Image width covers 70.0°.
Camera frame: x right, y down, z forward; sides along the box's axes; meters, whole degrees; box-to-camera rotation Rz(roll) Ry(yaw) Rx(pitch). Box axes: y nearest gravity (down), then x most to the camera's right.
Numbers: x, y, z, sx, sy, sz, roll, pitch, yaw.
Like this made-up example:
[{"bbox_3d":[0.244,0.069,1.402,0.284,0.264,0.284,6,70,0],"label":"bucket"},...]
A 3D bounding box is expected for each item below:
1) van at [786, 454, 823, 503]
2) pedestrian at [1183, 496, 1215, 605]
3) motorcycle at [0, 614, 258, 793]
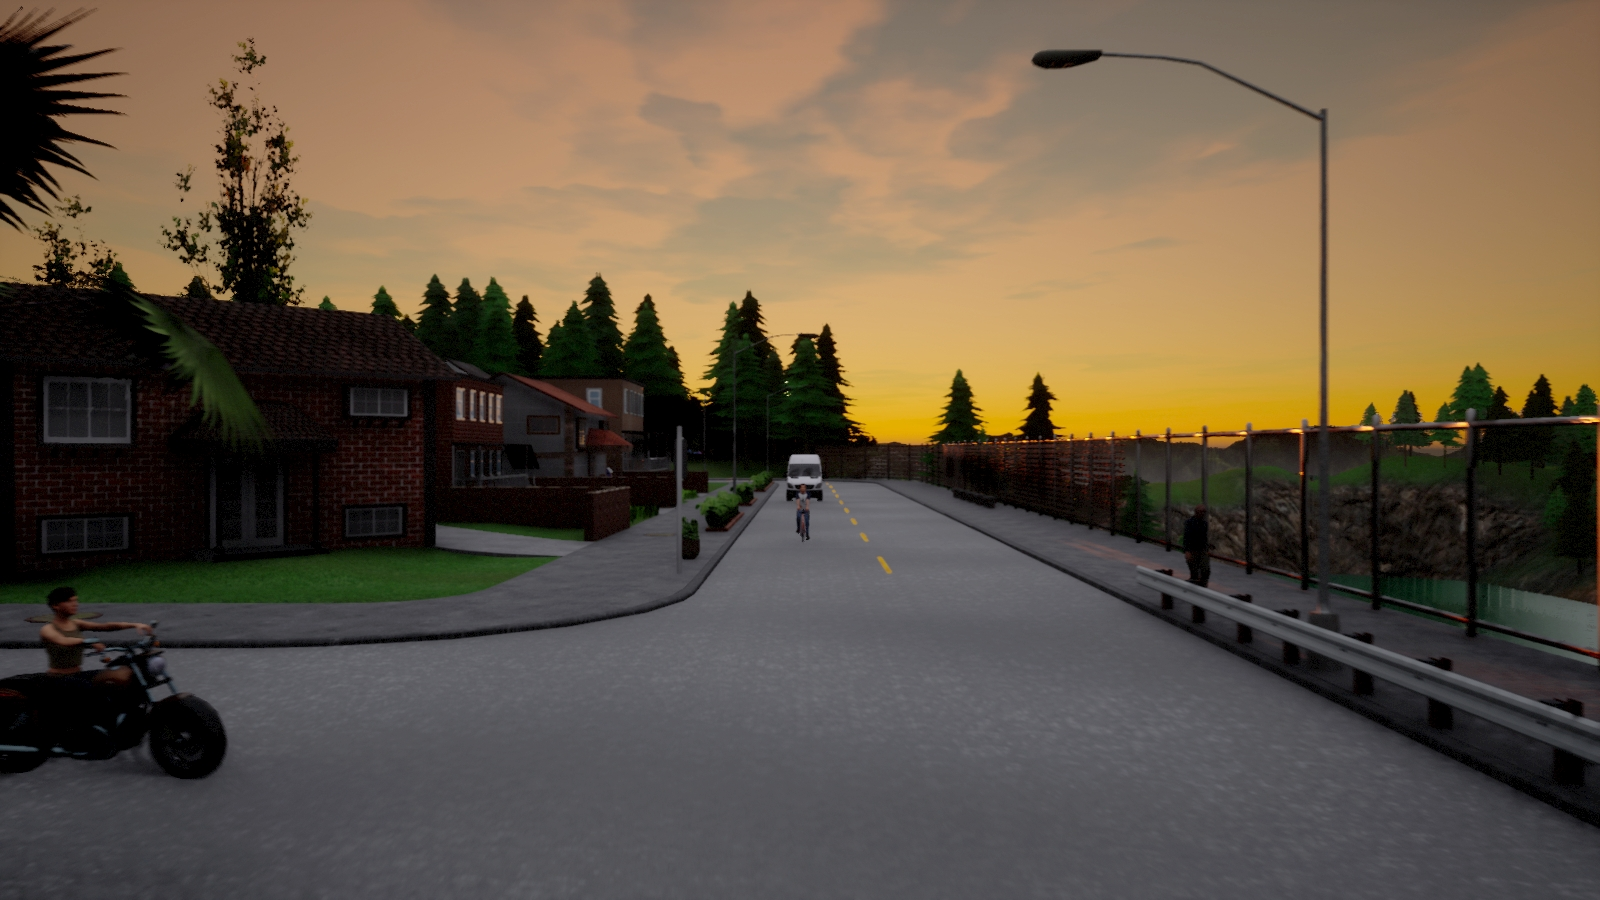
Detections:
[{"bbox_3d":[0.254,1.534,63.496,1.988,2.561,5.915,0,0,0],"label":"van"},{"bbox_3d":[6.966,1.742,19.961,0.375,1.860,0.375,0,0,-15],"label":"pedestrian"},{"bbox_3d":[-6.030,2.157,9.889,2.356,1.307,0.764,0,1,6],"label":"motorcycle"}]
